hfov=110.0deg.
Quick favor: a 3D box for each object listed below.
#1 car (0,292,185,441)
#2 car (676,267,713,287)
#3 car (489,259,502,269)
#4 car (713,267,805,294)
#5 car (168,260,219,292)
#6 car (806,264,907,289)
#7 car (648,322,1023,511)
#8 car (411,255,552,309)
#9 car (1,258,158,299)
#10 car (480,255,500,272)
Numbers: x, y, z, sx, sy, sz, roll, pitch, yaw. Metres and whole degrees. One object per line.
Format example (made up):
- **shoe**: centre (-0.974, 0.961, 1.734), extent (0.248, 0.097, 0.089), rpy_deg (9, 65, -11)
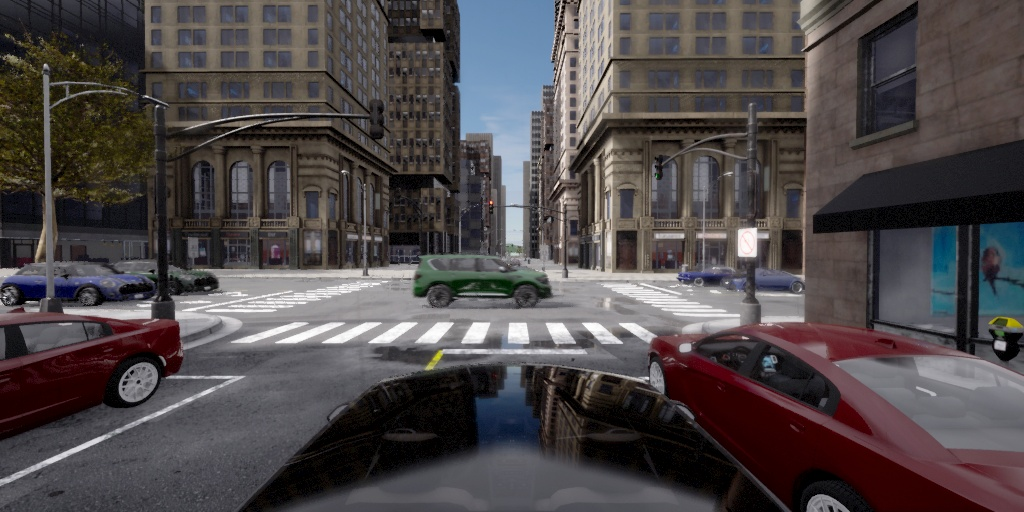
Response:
- **car**: centre (-5.755, 1.294, 3.438), extent (1.888, 1.381, 4.507), rpy_deg (0, 0, 0)
- **car**: centre (13.810, 1.402, 24.334), extent (4.718, 1.301, 1.895), rpy_deg (0, 1, 1)
- **car**: centre (-2.603, 1.243, 56.860), extent (1.837, 1.490, 4.892), rpy_deg (0, 0, 1)
- **car**: centre (14.634, 1.419, 21.076), extent (4.181, 1.385, 1.994), rpy_deg (0, 1, 0)
- **car**: centre (-17.436, 0.990, 17.905), extent (4.553, 1.767, 2.097), rpy_deg (1, 1, 0)
- **car**: centre (23.169, 1.359, 24.249), extent (5.008, 1.535, 1.882), rpy_deg (0, 1, 0)
- **car**: centre (2.770, 1.294, 3.371), extent (1.888, 1.381, 4.507), rpy_deg (0, 0, 0)
- **car**: centre (-1.200, 0.965, 14.531), extent (5.566, 2.045, 2.150), rpy_deg (0, 0, 0)
- **car**: centre (-17.478, 1.039, 14.652), extent (4.553, 1.767, 2.097), rpy_deg (0, 1, 0)
- **car**: centre (-2.714, 0.961, 46.406), extent (2.150, 2.045, 5.566), rpy_deg (0, 0, 1)
